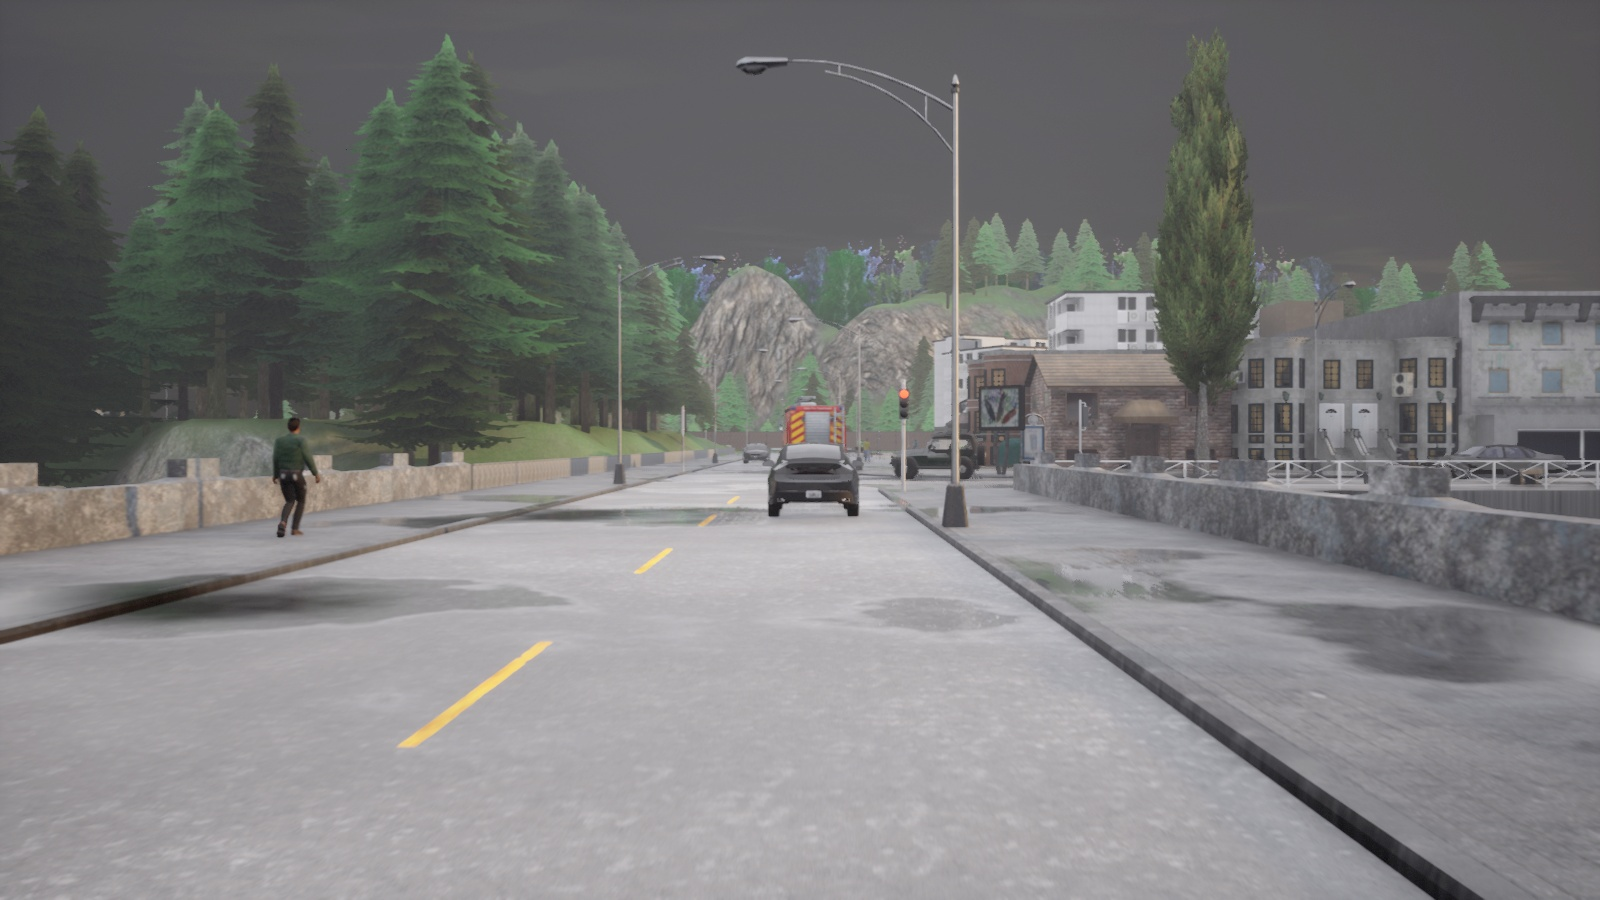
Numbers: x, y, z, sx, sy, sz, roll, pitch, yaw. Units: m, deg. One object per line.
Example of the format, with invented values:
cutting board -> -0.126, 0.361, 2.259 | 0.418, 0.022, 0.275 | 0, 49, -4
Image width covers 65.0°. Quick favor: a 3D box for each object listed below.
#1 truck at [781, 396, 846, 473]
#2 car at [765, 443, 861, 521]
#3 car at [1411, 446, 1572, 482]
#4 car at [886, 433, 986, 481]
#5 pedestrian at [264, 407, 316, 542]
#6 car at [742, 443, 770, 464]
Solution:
truck -> 0.615, -0.790, 66.162 | 2.891, 3.827, 8.468 | 0, 0, -3
car -> 0.270, 0.601, 26.681 | 1.837, 1.490, 4.892 | 0, 0, 0
car -> 27.718, 0.533, 50.450 | 5.357, 1.411, 2.033 | 0, 0, 1
car -> 5.553, 0.258, 51.094 | 3.866, 1.878, 1.905 | 0, 1, 12
pedestrian -> -7.521, 0.346, 18.535 | 0.423, 1.949, 0.788 | 0, 0, 1
car -> -3.135, 0.239, 90.499 | 1.837, 1.490, 4.892 | 0, 0, 1
